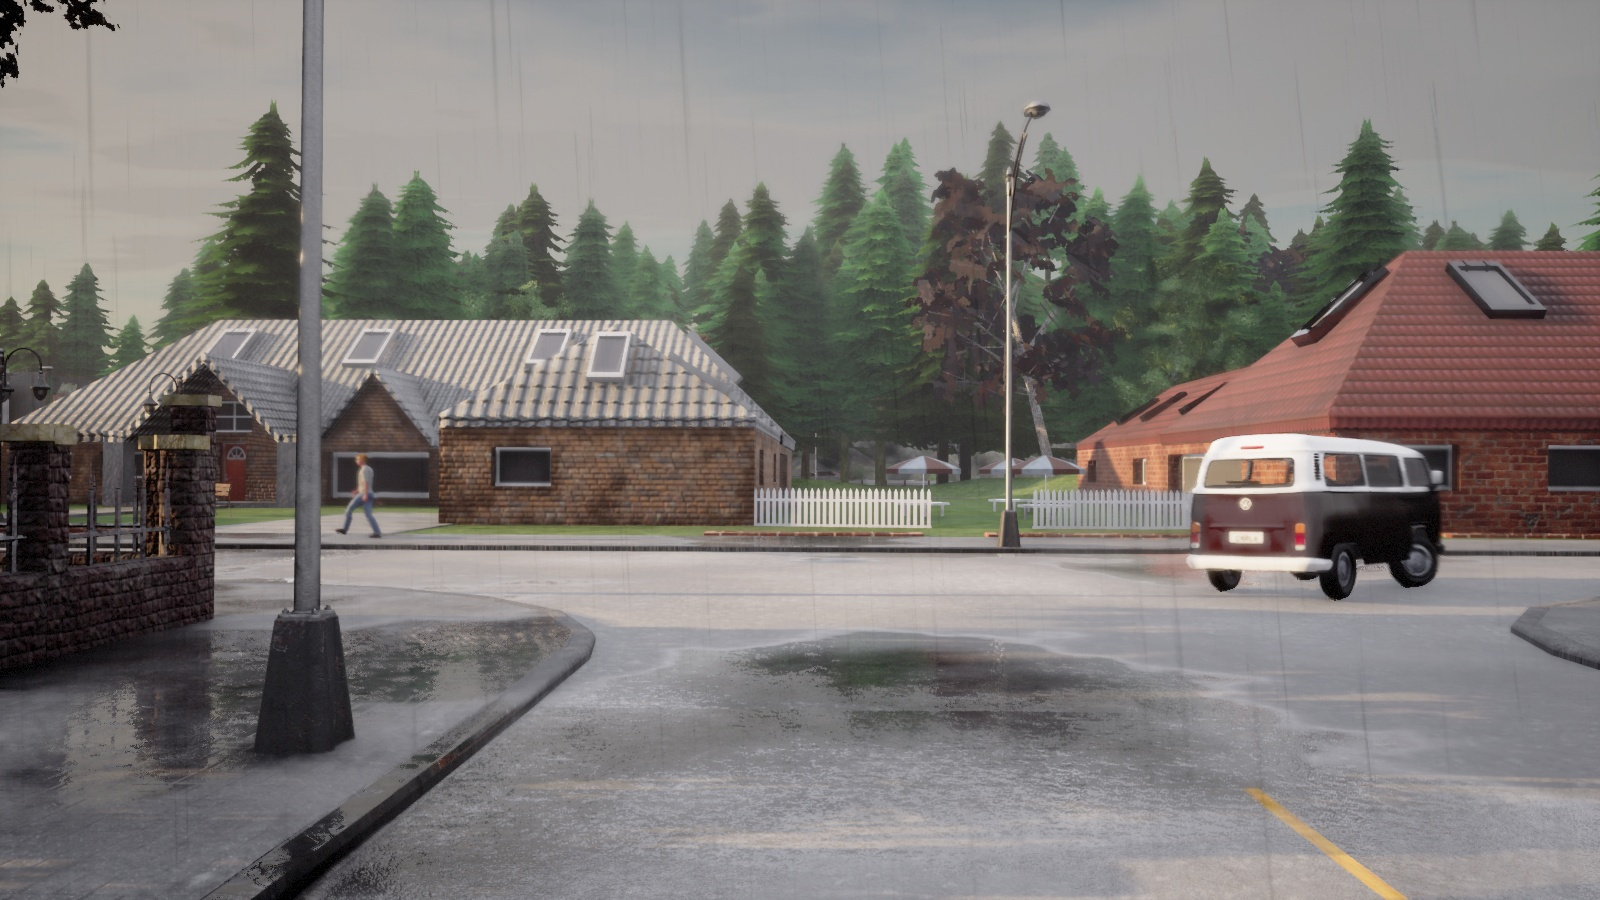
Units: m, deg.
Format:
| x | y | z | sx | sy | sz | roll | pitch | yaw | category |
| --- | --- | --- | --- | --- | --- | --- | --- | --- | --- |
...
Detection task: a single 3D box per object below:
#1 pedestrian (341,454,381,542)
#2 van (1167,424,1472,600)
| x | y | z | sx | sy | sz | roll | pitch | yaw | category |
| --- | --- | --- | --- | --- | --- | --- | --- | --- | --- |
| -9.228 | 0.999 | 26.404 | 0.706 | 1.836 | 0.354 | 0 | -1 | 1 | pedestrian |
| 7.071 | 0.791 | 16.879 | 4.480 | 2.038 | 2.069 | 1 | -3 | -43 | van |
